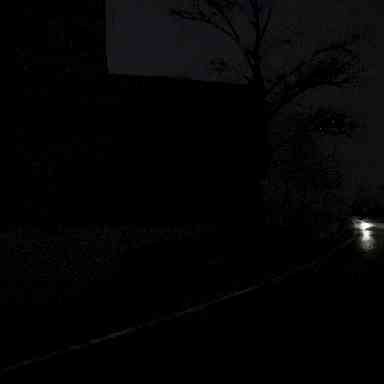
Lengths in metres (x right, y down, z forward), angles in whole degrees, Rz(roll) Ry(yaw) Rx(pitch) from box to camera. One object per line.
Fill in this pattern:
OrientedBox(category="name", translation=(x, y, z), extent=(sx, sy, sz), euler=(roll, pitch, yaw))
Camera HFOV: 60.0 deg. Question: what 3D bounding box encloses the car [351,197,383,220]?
OrientedBox(category="car", translation=(12.776, 1.106, 23.798), extent=(1.882, 1.535, 5.008), euler=(0, 1, 16))
